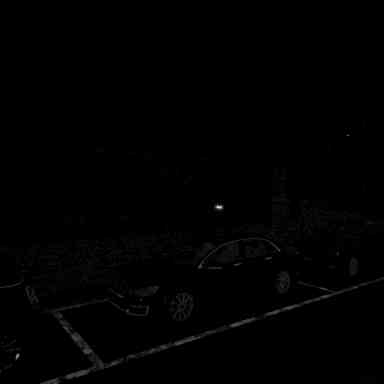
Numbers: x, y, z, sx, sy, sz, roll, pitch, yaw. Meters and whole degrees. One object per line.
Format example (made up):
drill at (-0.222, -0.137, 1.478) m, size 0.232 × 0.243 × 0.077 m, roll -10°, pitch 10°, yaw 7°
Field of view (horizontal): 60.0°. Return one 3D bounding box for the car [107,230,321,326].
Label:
car at (0.447, 1.551, 6.970) m, size 4.403 × 1.369 × 2.008 m, roll 0°, pitch 0°, yaw -36°

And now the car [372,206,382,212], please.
car at (9.331, 1.441, 13.309) m, size 4.097 × 1.590 × 1.967 m, roll 0°, pitch 0°, yaw -36°

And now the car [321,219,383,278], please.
car at (4.889, 1.545, 10.139) m, size 4.507 × 1.381 × 1.887 m, roll 0°, pitch 0°, yaw -36°

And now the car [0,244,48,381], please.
car at (-3.995, 1.440, 3.800) m, size 4.097 × 1.590 × 1.967 m, roll 0°, pitch 0°, yaw -36°

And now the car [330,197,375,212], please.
car at (16.294, 1.235, 32.676) m, size 2.033 × 1.411 × 5.357 m, roll 0°, pitch 1°, yaw -36°
